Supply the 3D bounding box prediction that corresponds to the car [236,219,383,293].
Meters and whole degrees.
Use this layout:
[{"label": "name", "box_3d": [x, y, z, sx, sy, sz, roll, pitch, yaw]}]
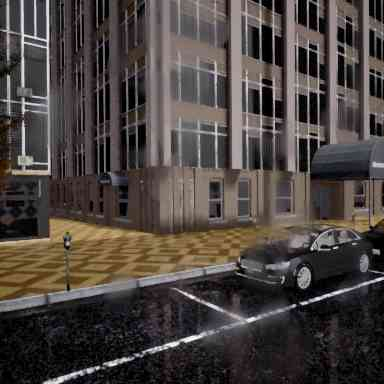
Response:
[{"label": "car", "box_3d": [3.091, 1.549, 8.784, 4.403, 1.369, 2.008, 0, -1, -36]}]
